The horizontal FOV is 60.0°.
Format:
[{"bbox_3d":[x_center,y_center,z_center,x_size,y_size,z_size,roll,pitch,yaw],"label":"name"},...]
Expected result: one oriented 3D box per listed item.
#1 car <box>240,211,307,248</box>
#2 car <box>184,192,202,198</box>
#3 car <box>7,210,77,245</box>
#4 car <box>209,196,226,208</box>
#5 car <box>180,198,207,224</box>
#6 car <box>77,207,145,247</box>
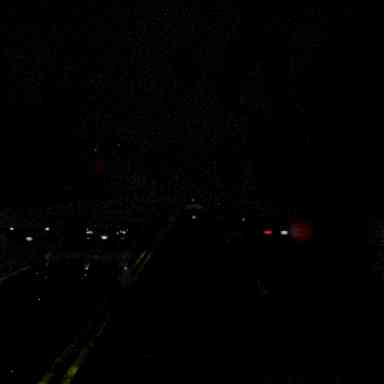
[{"bbox_3d":[3.364,1.520,14.592,2.033,1.411,5.357,0,0,0],"label":"car"},{"bbox_3d":[0.148,1.041,43.617,2.150,2.045,5.566,0,0,0],"label":"car"},{"bbox_3d":[-6.519,1.563,15.541,1.895,1.301,4.718,0,0,1],"label":"car"},{"bbox_3d":[3.401,1.311,44.180,2.128,1.511,4.902,0,0,0],"label":"car"},{"bbox_3d":[0.122,1.454,24.061,1.812,1.442,4.674,0,1,0],"label":"car"},{"bbox_3d":[-3.274,1.472,14.927,1.837,1.490,4.892,0,0,1],"label":"car"}]
